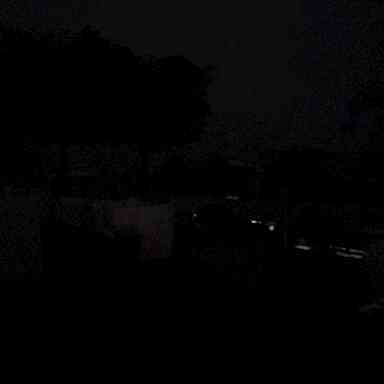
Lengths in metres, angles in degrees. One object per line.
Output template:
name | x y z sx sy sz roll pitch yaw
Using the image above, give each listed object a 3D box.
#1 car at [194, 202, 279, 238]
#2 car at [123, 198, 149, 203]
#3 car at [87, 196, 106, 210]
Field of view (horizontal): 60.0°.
car | 2.069 1.294 16.631 2.128 1.511 4.902 1 0 -36
car | -4.184 1.180 25.167 1.812 1.442 4.674 1 0 -36
car | -10.258 1.070 33.464 2.033 1.411 5.357 1 0 -36
